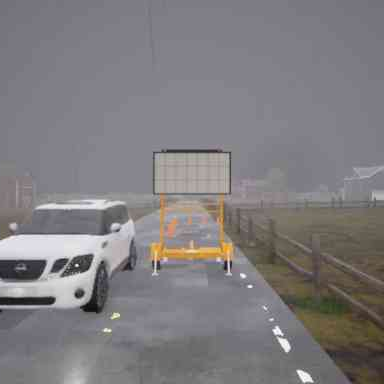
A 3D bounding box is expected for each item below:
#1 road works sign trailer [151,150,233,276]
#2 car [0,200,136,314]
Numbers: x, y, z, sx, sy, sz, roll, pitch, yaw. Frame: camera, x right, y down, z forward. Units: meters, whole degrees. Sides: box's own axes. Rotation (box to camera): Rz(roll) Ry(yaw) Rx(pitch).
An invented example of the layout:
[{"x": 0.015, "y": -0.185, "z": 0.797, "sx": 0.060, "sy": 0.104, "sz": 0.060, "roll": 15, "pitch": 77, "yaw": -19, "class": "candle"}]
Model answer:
[{"x": 0.003, "y": 0.481, "z": 10.425, "sx": 2.380, "sy": 3.560, "sz": 2.880, "roll": 0, "pitch": 0, "yaw": 0, "class": "road works sign trailer"}, {"x": -2.750, "y": 1.232, "z": 8.001, "sx": 2.150, "sy": 2.045, "sz": 5.566, "roll": 0, "pitch": 0, "yaw": 0, "class": "car"}]
